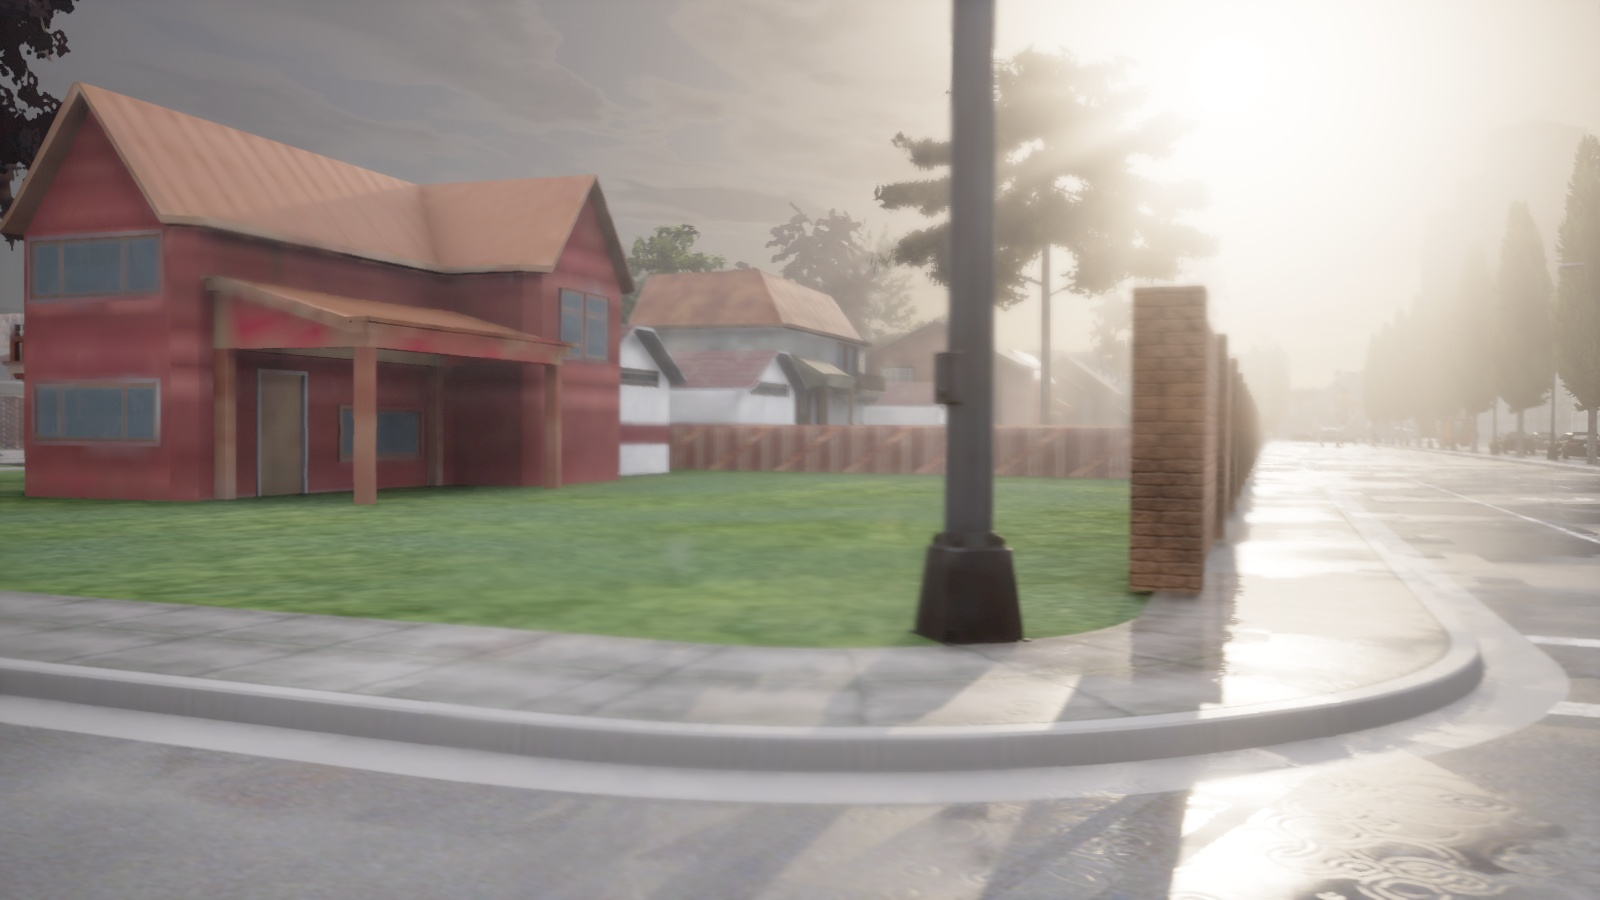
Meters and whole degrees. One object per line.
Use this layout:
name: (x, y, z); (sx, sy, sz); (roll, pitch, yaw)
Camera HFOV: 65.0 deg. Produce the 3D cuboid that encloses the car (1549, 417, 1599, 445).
car: (47.176, -1.177, 76.142); (2.242, 1.667, 4.611); (0, 1, 20)
